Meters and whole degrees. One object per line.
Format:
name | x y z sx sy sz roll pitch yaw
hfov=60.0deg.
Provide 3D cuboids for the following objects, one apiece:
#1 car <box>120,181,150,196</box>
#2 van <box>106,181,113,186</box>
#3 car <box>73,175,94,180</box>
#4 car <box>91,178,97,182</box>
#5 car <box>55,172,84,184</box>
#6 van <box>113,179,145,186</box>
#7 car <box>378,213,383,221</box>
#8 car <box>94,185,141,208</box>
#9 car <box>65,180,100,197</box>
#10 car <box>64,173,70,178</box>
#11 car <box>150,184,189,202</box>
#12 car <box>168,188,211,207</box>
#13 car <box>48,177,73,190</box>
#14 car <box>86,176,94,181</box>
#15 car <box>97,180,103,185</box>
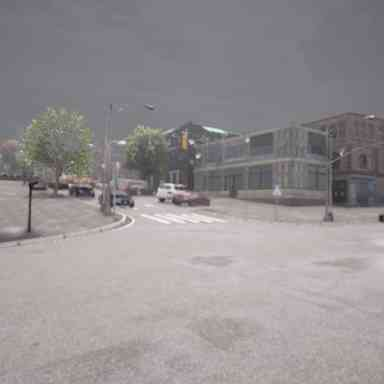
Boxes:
car | -6.648 -0.229 44.273 2.231 1.521 4.892 6 2 36
van | -10.082 -0.909 49.159 1.878 1.987 4.442 7 2 36
car | -20.163 -2.041 64.323 1.946 1.575 5.366 6 2 35
car | -13.429 -1.095 54.254 2.002 1.452 4.674 6 2 36
car | -27.201 -3.047 73.967 2.435 2.045 5.566 0 -3 35
van | -8.381 -0.683 46.664 1.878 1.987 4.442 7 3 36
car | 17.194 1.742 25.798 4.792 1.488 2.163 -2 -2 40
car | -6.448 0.515 28.353 1.994 1.385 4.181 3 3 -35
car | -12.105 -0.232 36.474 1.994 1.385 4.181 3 3 -35
car | -21.989 -2.521 66.612 2.435 2.045 5.566 6 2 35
car | -1.522 0.199 36.819 2.435 2.045 5.566 6 2 36
car | 0.141 0.715 34.319 2.002 1.452 4.674 6 2 36
car | -18.070 -0.983 45.053 1.895 1.301 4.718 3 3 -35
car | -15.144 -1.322 56.741 2.002 1.452 4.674 6 2 35
car | -11.624 -0.908 51.909 1.946 1.575 5.366 6 2 36
